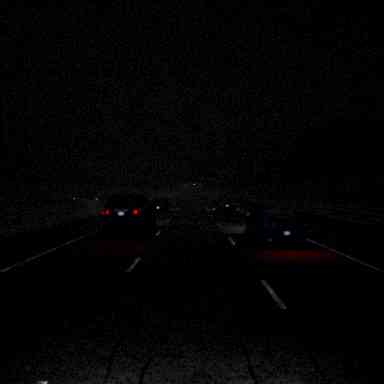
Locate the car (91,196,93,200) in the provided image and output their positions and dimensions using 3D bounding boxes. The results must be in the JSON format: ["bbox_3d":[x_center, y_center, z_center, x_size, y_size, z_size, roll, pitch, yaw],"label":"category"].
[{"bbox_3d":[-14.056,1.064,53.564,2.097,1.767,4.553,0,0,0],"label":"car"}]

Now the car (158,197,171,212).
[{"bbox_3d":[-3.395,1.304,35.589,1.837,1.490,4.892,0,0,0],"label":"car"}]

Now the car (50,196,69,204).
[{"bbox_3d":[-21.049,1.276,53.370,1.994,1.385,4.181,0,0,0],"label":"car"}]

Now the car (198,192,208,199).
[{"bbox_3d":[3.510,1.053,93.269,2.163,1.488,4.792,0,0,0],"label":"car"}]

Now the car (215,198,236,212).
[{"bbox_3d":[3.605,1.361,36.024,1.994,1.385,4.181,0,0,0],"label":"car"}]

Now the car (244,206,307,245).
[{"bbox_3d":[3.602,1.389,15.072,1.882,1.535,5.008,0,0,0],"label":"car"}]

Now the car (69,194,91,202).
[{"bbox_3d":[-17.553,1.063,53.749,2.097,1.767,4.553,0,0,0],"label":"car"}]

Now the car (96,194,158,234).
[{"bbox_3d":[-3.397,1.113,18.593,2.150,2.045,5.566,0,0,0],"label":"car"}]
